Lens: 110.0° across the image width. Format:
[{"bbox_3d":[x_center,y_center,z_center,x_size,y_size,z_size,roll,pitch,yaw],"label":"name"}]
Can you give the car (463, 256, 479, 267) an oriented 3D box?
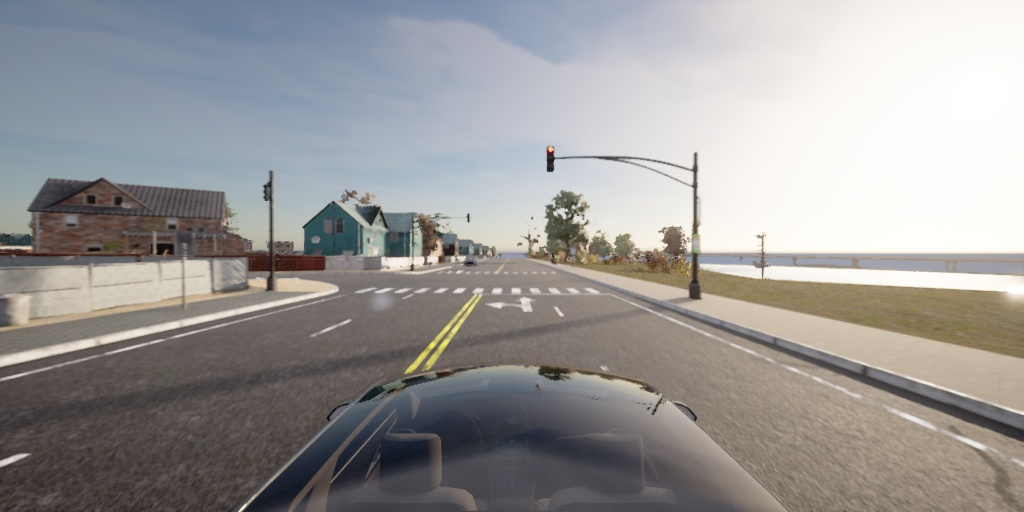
[{"bbox_3d":[-6.509,0.769,57.274,2.097,1.767,4.553,0,0,0],"label":"car"}]
